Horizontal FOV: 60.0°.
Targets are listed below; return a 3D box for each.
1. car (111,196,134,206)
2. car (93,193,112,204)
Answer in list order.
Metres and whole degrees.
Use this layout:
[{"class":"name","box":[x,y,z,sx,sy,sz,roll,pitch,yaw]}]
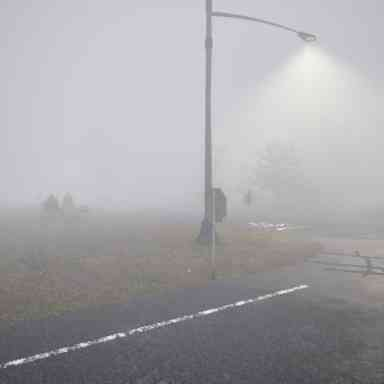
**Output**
[{"class":"car","box":[-10.706,1.473,52.622,1.994,1.385,4.181,0,0,-33]},{"class":"car","box":[-16.279,1.112,60.942,2.150,2.045,5.566,0,0,-34]}]
